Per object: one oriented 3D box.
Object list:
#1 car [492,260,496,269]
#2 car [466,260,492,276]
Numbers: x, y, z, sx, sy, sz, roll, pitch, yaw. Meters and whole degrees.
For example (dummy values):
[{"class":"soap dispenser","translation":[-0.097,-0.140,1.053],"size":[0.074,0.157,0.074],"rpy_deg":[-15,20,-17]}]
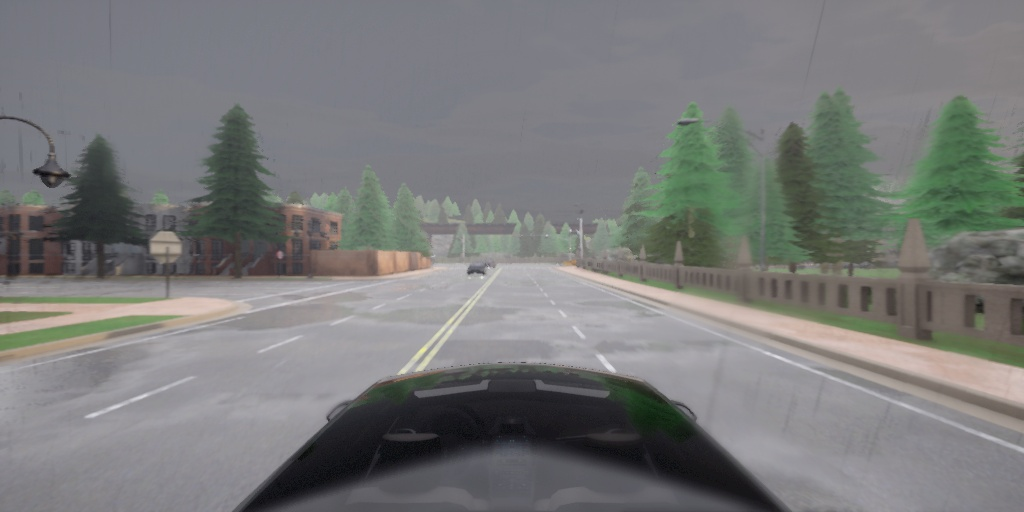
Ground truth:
[{"class":"car","translation":[-3.514,1.220,54.503],"size":[1.994,1.385,4.181],"rpy_deg":[0,0,0]},{"class":"car","translation":[-3.575,1.297,37.634],"size":[2.033,1.411,5.357],"rpy_deg":[0,0,0]}]
